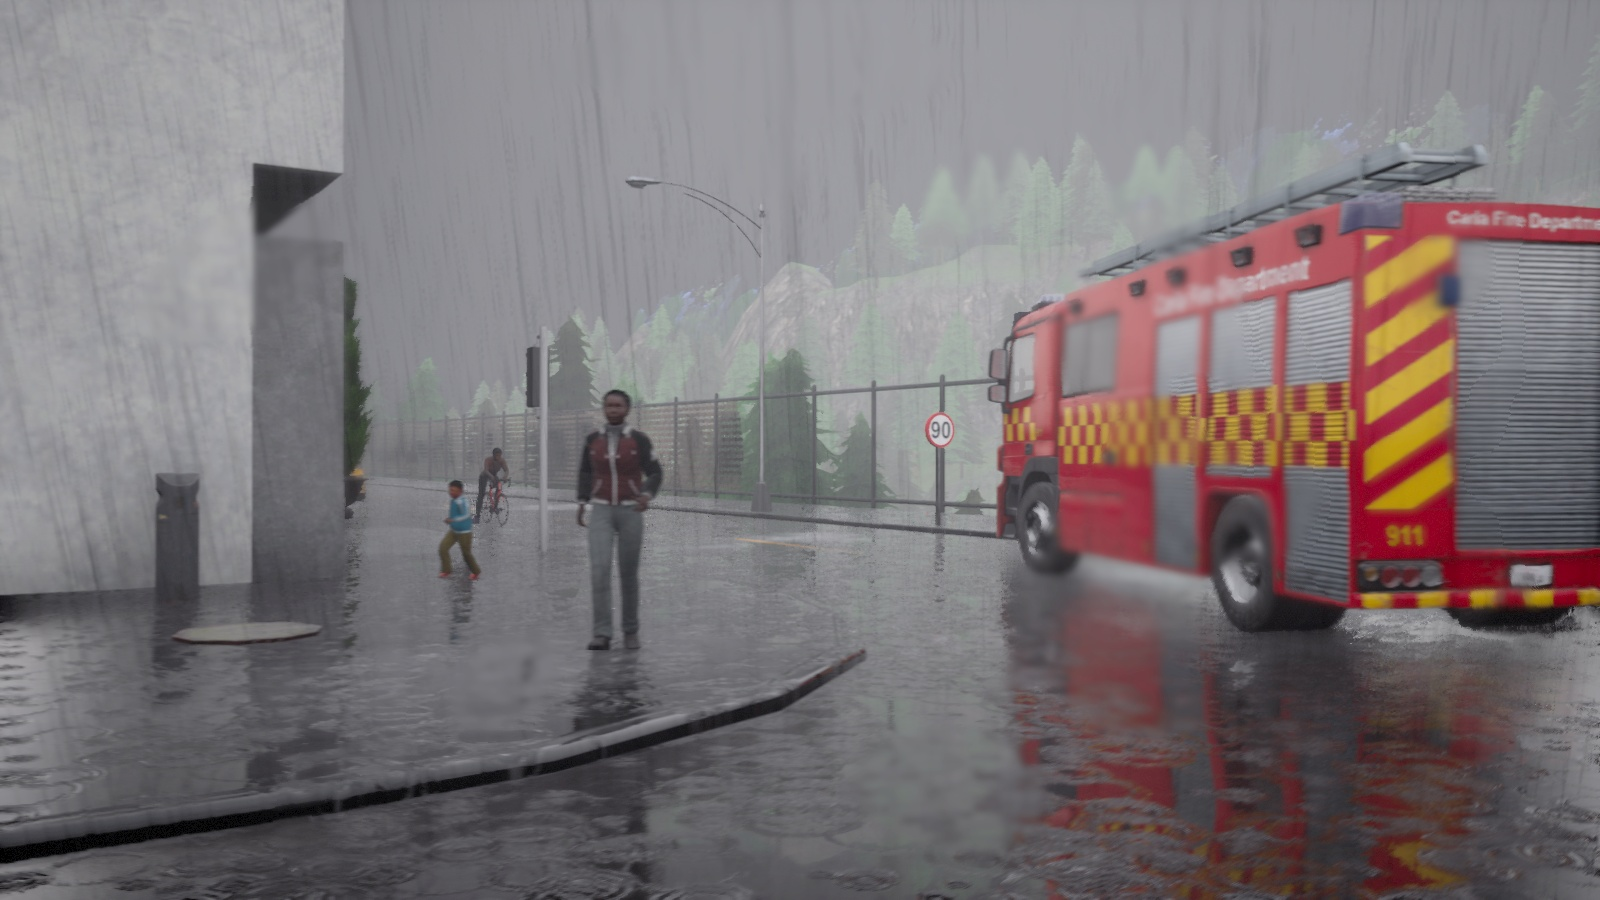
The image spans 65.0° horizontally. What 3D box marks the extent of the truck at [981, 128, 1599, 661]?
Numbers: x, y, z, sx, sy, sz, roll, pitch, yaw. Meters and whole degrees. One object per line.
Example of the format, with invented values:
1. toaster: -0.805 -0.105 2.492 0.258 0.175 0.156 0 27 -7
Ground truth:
1. truck: 4.587 -0.385 13.415 2.891 3.827 8.468 0 0 -9

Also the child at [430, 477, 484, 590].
1. child: -3.724 0.893 13.658 0.343 1.192 0.448 0 0 36

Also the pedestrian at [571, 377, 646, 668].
1. pedestrian: -1.313 0.484 8.673 0.402 1.930 0.666 0 0 1

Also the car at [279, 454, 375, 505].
1. car: -15.247 0.905 40.282 1.882 1.535 5.008 0 0 -33

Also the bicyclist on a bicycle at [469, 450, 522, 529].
1. bicyclist on a bicycle: -6.468 0.808 26.588 0.582 1.620 1.656 0 0 -33

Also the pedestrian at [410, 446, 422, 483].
1. pedestrian: -19.438 0.730 63.590 0.431 1.840 0.703 0 0 -31
